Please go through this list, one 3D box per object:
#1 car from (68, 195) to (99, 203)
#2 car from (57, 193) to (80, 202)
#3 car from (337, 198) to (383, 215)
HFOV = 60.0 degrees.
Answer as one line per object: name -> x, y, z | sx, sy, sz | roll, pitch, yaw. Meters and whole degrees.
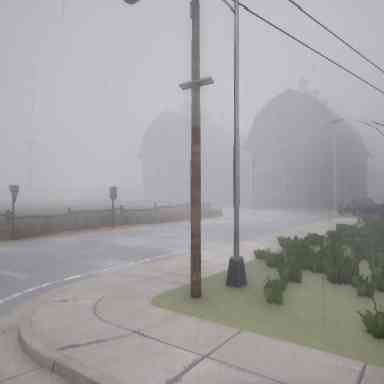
car -> -16.206, 1.565, 50.624 | 4.674, 1.442, 1.812 | 0, 0, 33
car -> -26.175, 1.222, 71.020 | 5.566, 2.045, 2.150 | 0, 0, 22
car -> 15.904, 1.325, 30.826 | 4.553, 1.767, 2.097 | 0, 0, -16
